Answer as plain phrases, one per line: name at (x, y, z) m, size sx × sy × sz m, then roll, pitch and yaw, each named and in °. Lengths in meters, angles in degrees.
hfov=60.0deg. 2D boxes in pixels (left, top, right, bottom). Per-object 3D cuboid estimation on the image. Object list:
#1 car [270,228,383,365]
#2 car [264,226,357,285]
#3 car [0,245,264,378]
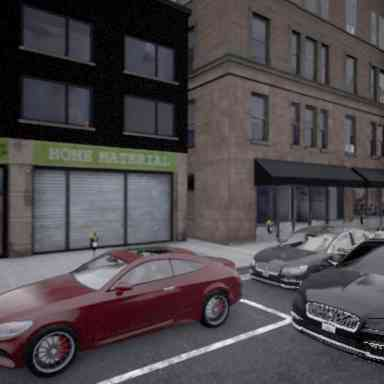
car at (3.764, 1.537, 5.747) m, size 4.892 × 1.490 × 1.837 m, roll 1°, pitch 0°, yaw -35°
car at (3.413, 1.590, 8.620) m, size 4.403 × 1.369 × 2.008 m, roll 0°, pitch 0°, yaw -35°
car at (-0.994, 1.594, 5.478) m, size 4.206 × 1.307 × 1.802 m, roll 0°, pitch 0°, yaw -35°
